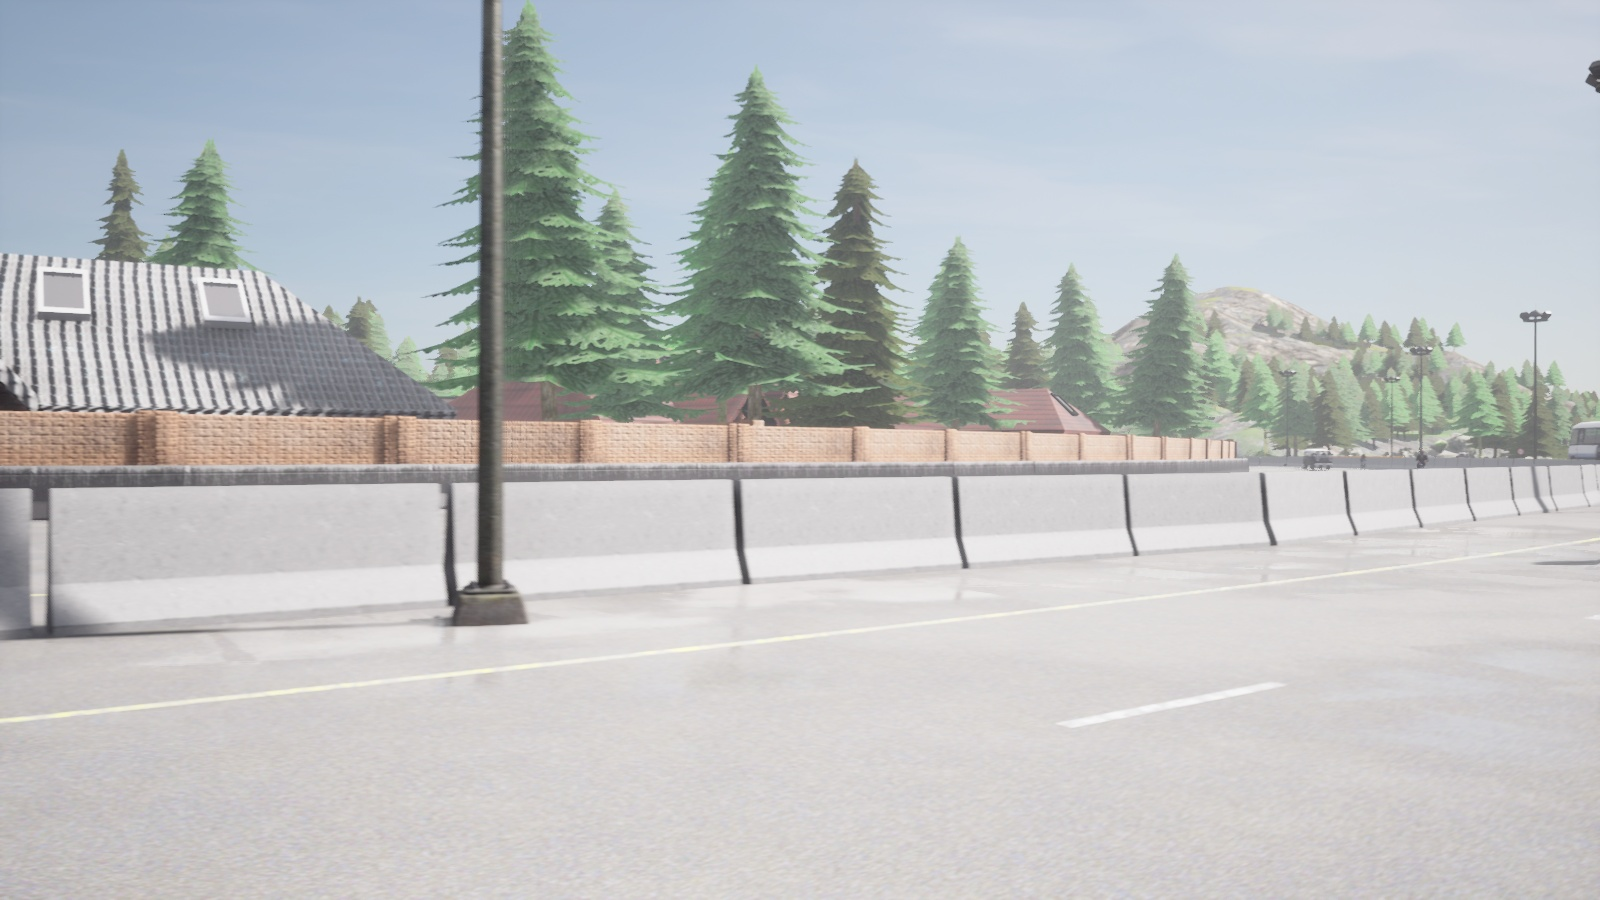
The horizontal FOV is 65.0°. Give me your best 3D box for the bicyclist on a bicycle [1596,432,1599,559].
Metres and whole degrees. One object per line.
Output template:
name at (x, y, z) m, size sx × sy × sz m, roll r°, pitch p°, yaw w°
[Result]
bicyclist on a bicycle at (12.077, 0.635, 17.983) m, size 1.843 × 1.776 × 0.659 m, roll 0°, pitch -1°, yaw -42°
